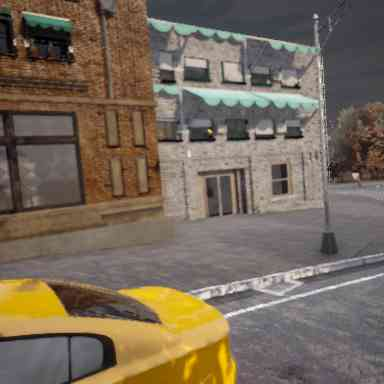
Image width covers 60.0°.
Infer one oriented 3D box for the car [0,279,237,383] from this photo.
[{"bbox_3d":[-1.954,1.477,2.143,5.008,1.535,1.882,-1,0,-35],"label":"car"}]
